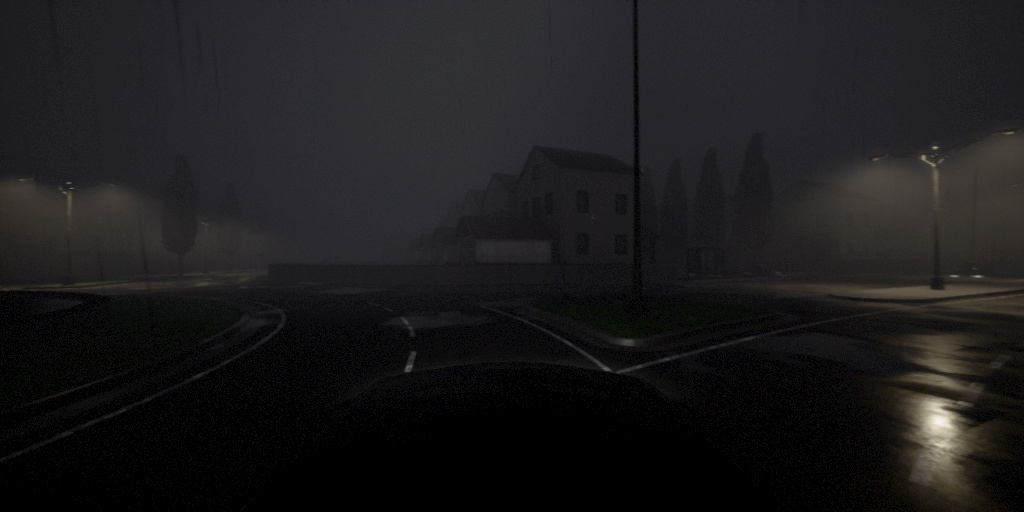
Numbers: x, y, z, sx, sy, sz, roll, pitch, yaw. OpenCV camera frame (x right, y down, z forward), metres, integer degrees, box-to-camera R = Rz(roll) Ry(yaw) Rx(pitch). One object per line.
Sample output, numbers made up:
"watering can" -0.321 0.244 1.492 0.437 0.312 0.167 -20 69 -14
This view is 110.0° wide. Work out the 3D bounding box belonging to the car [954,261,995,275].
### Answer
"car" 50.935 1.307 39.501 5.008 1.535 1.882 0 -1 -23
